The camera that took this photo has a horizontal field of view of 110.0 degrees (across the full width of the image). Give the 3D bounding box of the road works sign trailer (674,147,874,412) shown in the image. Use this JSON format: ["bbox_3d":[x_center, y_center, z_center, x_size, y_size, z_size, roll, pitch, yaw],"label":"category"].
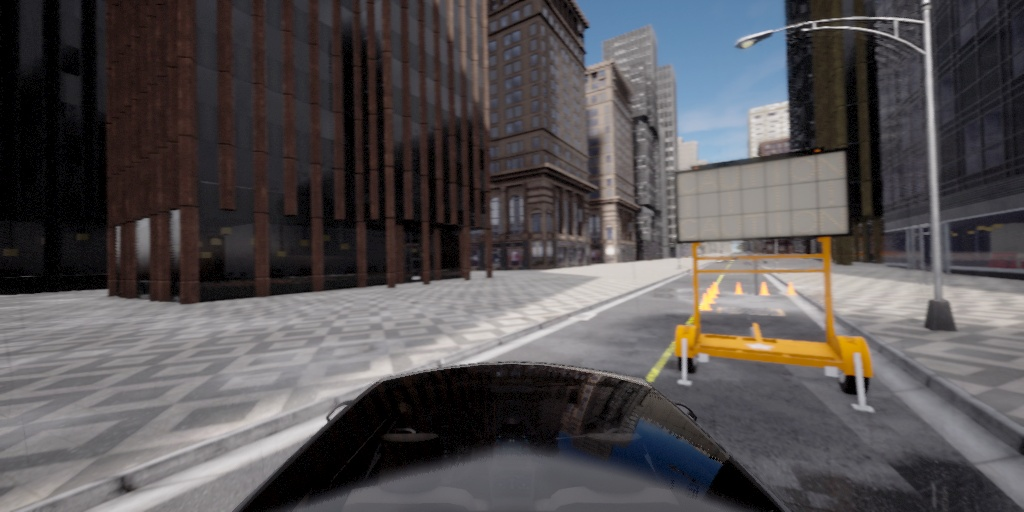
[{"bbox_3d":[4.226,0.134,6.134,2.380,3.560,2.880,0,0,32],"label":"road works sign trailer"}]
